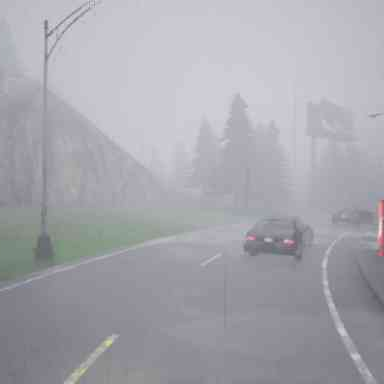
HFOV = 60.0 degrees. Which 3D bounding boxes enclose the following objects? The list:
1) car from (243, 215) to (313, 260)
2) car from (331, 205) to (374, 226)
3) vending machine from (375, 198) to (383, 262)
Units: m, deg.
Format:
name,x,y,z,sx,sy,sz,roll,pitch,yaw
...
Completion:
name,x,y,z,sx,sy,sz,roll,pitch,yaw
car,3.486,1.579,12.788,2.033,1.411,5.357,1,0,25
car,12.090,1.683,24.959,1.994,1.385,4.181,1,0,43
vending machine,6.831,1.264,11.210,1.100,2.100,0.880,1,0,25
